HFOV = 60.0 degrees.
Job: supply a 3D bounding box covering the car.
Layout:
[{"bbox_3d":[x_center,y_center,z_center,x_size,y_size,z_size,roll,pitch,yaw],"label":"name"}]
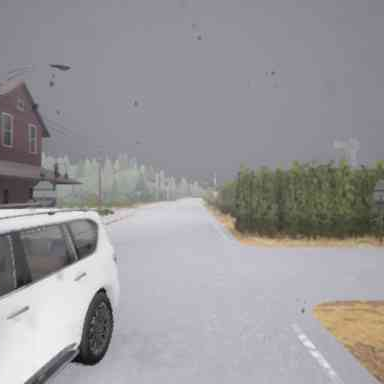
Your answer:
[{"bbox_3d":[-2.505,1.245,3.134,2.150,2.045,5.566,0,0,9],"label":"car"}]
